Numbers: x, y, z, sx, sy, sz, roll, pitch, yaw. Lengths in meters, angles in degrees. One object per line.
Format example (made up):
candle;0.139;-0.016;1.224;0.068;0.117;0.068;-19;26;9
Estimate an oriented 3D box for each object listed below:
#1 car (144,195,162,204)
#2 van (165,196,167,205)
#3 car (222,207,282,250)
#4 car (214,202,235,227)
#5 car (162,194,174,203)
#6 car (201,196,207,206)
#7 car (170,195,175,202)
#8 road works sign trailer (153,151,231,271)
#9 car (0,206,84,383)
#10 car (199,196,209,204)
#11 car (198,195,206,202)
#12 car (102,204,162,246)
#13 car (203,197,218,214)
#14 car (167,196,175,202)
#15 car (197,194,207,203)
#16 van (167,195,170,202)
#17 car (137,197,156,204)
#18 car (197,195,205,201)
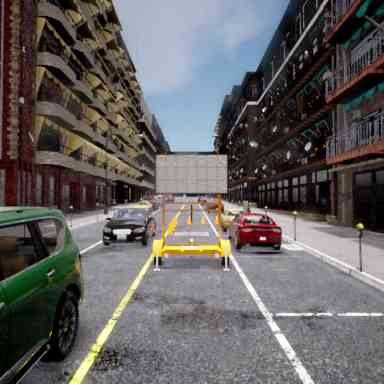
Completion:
car;-5.335;1.391;42.005;2.192;1.841;5.009;2;0;0
van;-5.348;1.449;53.063;1.690;1.788;3.998;2;0;0
car;2.571;1.560;14.296;1.887;1.381;4.507;1;0;0
car;2.565;1.550;19.998;1.752;1.417;4.829;1;0;0
car;-5.374;1.512;75.186;2.192;1.841;5.009;1;0;0
car;2.539;1.626;41.950;2.008;1.369;4.403;1;0;0
car;-5.367;1.488;69.656;2.192;1.841;5.009;1;0;0
road works sign trailer;-0.011;0.474;10.959;2.380;3.560;2.880;0;0;0
car;-2.745;1.224;2.998;2.150;2.045;5.566;0;0;0
car;2.518;1.613;69.604;1.967;1.590;4.097;1;0;0
car;2.520;1.673;58.542;1.887;1.381;4.507;1;0;0
car;-2.769;1.509;15.488;2.128;1.511;4.902;0;0;0
car;2.545;1.606;36.418;1.887;1.381;4.507;1;0;0
car;-5.393;1.815;86.247;1.947;1.339;4.313;1;0;0
car;2.466;1.537;80.666;2.192;1.841;5.009;1;0;0
van;-5.355;1.470;58.595;1.690;1.788;3.998;1;0;0
car;-5.334;1.586;36.303;1.752;1.417;4.829;2;0;0
car;2.450;1.718;91.729;1.967;1.590;4.097;1;0;0
